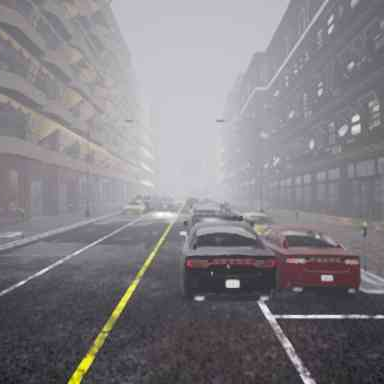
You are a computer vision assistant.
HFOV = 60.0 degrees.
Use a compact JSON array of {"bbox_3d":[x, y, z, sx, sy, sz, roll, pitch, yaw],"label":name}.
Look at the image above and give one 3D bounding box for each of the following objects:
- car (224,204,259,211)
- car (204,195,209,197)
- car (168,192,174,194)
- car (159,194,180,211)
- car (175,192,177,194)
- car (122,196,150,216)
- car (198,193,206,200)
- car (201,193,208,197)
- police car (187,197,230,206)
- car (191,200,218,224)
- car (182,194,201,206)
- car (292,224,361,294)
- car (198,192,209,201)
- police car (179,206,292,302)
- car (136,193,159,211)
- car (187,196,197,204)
[{"bbox_3d":[2.586,1.447,14.279,1.752,1.417,4.829,1,0,0],"label":"car"},{"bbox_3d":[2.585,1.374,36.231,2.008,1.369,4.403,1,0,0],"label":"car"},{"bbox_3d":[-5.289,1.049,63.944,2.192,1.841,5.009,1,0,0],"label":"car"},{"bbox_3d":[-2.846,1.309,37.552,2.128,1.511,4.902,0,0,0],"label":"car"},{"bbox_3d":[-5.296,1.263,80.538,1.947,1.339,4.313,1,0,0],"label":"car"},{"bbox_3d":[-5.294,1.373,30.593,1.752,1.417,4.829,2,0,0],"label":"car"},{"bbox_3d":[2.553,1.129,86.009,1.967,1.590,4.097,1,0,0],"label":"car"},{"bbox_3d":[2.586,1.309,52.823,1.887,1.381,4.507,1,0,0],"label":"car"},{"bbox_3d":[0.826,1.327,18.356,1.930,1.638,5.238,0,0,0],"label":"police car"},{"bbox_3d":[0.826,1.401,24.249,1.812,1.442,4.674,0,0,0],"label":"car"},{"bbox_3d":[0.006,1.293,45.543,1.837,1.490,4.892,0,0,0],"label":"car"},{"bbox_3d":[2.585,1.496,8.577,1.887,1.381,4.507,1,0,0],"label":"car"},{"bbox_3d":[2.557,1.023,74.946,2.192,1.841,5.009,1,0,0],"label":"car"},{"bbox_3d":[0.713,1.377,8.354,1.930,1.638,5.238,0,0,0],"label":"police car"},{"bbox_3d":[-5.289,1.138,36.293,2.192,1.841,5.009,2,0,0],"label":"car"},{"bbox_3d":[0.002,1.345,59.826,1.895,1.301,4.718,0,0,0],"label":"car"}]
